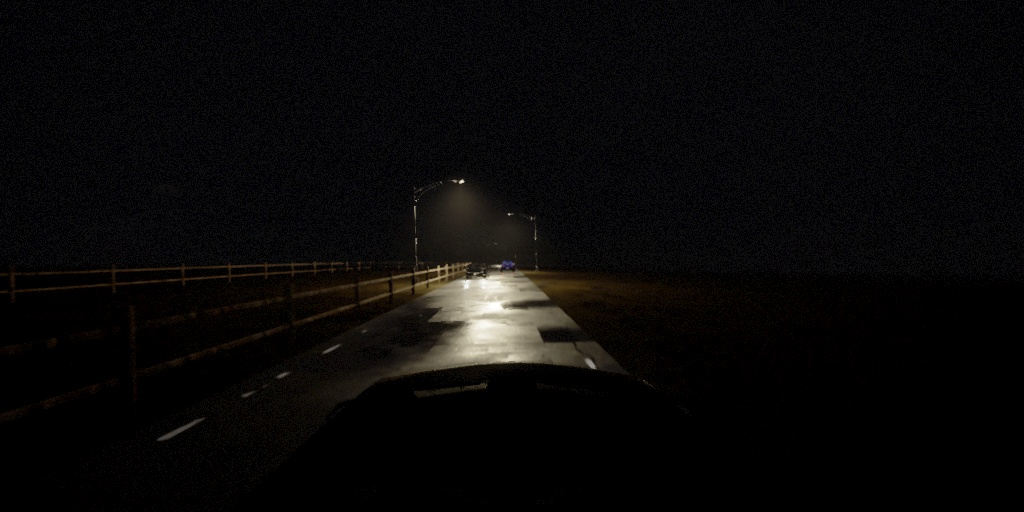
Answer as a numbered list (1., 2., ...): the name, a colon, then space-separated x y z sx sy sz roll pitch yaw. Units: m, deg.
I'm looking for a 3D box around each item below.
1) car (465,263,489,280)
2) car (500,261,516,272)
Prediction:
1. car: -3.277 1.405 33.856 1.837 1.490 4.892 -2 -1 -1
2. car: -0.603 1.430 49.015 1.812 1.442 4.674 -2 0 -1
